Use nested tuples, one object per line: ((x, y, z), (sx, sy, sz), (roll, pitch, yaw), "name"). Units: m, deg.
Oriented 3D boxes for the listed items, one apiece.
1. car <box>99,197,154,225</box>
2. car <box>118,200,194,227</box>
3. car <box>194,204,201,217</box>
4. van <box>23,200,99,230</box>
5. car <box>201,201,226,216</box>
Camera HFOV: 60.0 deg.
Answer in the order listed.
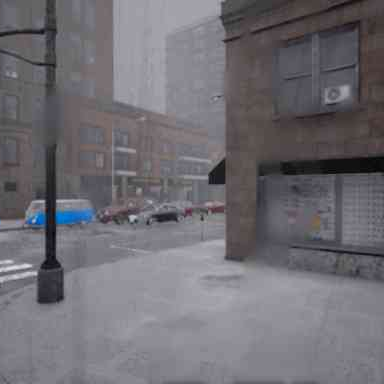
((-4.666, 1.338, 24.590), (2.192, 1.841, 5.009), (0, 0, 36), "car")
((-2.367, 1.515, 23.064), (2.128, 1.511, 4.902), (0, 0, 36), "car")
((-1.384, 1.468, 29.123), (1.967, 1.590, 4.097), (0, 0, 36), "car")
((-7.948, 1.360, 20.057), (1.690, 1.788, 3.998), (0, 0, 36), "van")
((1.897, 1.577, 33.655), (1.887, 1.381, 4.507), (0, 0, 36), "car")
